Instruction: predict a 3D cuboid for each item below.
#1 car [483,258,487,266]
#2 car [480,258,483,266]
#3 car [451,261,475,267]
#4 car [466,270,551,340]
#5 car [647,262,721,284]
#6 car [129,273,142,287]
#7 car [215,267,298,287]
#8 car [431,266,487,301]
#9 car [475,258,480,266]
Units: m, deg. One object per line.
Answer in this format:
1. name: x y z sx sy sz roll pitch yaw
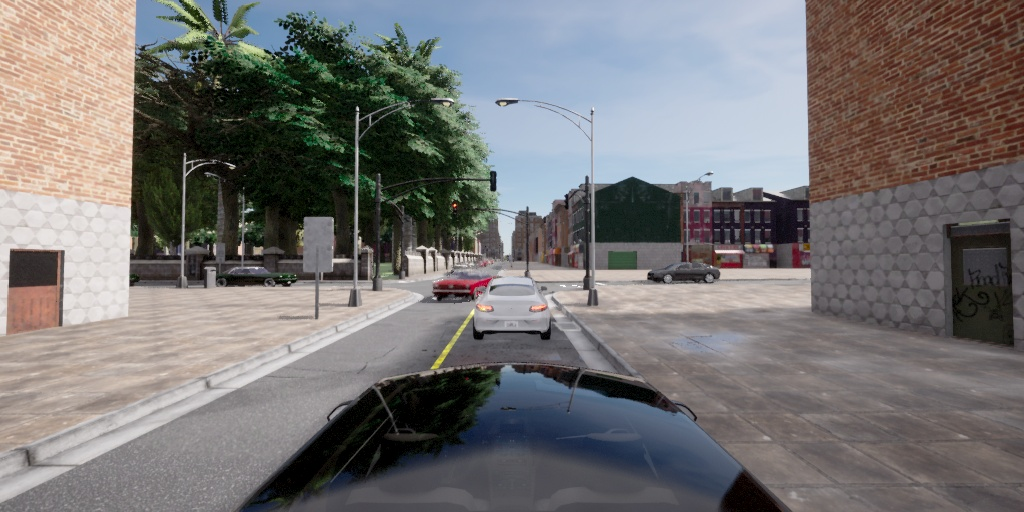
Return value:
1. car: -5.763 1.416 62.402 1.802 1.307 4.207 0 0 -1
2. car: -5.662 1.370 51.503 1.948 1.339 4.313 0 0 -1
3. car: -5.572 1.332 38.917 2.007 1.370 4.403 0 0 -1
4. car: 0.017 1.279 9.894 1.812 1.442 4.674 0 0 1
5. car: 12.201 1.192 25.610 4.892 1.490 1.837 -1 -1 0
6. car: -26.318 1.335 22.411 4.718 1.301 1.895 0 -1 0
7. car: -16.158 1.341 22.474 4.718 1.301 1.895 0 -1 0
8. car: -2.150 1.347 17.270 1.895 1.301 4.718 0 0 12
9. car: -5.611 1.344 46.053 2.007 1.370 4.403 0 0 -1
